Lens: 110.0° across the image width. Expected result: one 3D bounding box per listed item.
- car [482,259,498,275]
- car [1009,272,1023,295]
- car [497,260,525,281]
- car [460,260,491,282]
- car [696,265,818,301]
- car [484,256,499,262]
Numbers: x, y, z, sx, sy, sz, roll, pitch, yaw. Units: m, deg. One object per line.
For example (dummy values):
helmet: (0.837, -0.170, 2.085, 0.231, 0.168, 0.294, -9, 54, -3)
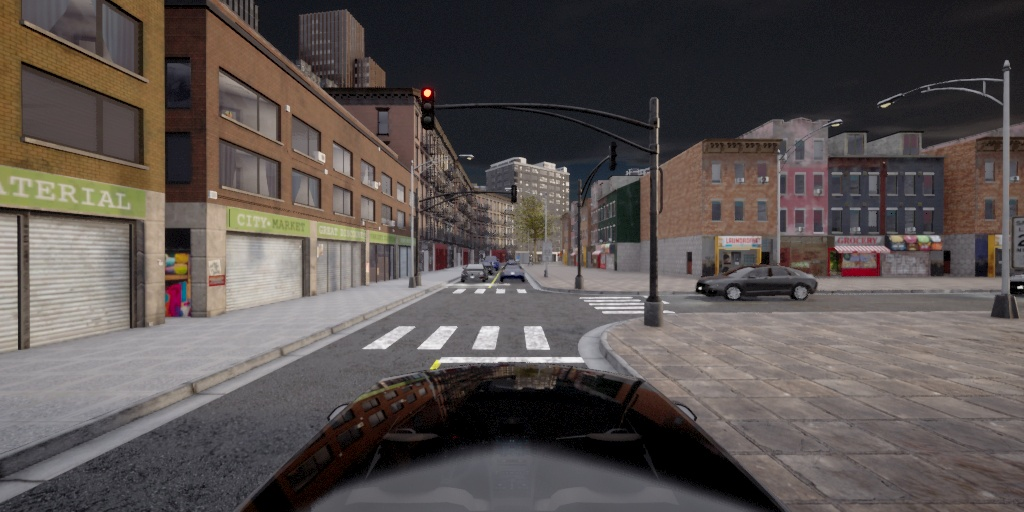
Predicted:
car: (-2.943, 1.309, 39.105, 2.033, 1.411, 5.357, 0, 0, 0)
car: (25.490, 1.101, 16.282, 4.892, 1.490, 1.837, -2, 0, 0)
car: (0.038, 1.318, 30.094, 1.994, 1.385, 4.181, 0, 0, 0)
car: (-2.908, 1.279, 28.673, 1.812, 1.442, 4.674, 0, 0, 0)
car: (10.938, 1.181, 16.210, 4.892, 1.490, 1.837, -1, 0, 0)
car: (-2.948, 0.993, 49.726, 2.150, 2.045, 5.566, 0, 0, 1)
